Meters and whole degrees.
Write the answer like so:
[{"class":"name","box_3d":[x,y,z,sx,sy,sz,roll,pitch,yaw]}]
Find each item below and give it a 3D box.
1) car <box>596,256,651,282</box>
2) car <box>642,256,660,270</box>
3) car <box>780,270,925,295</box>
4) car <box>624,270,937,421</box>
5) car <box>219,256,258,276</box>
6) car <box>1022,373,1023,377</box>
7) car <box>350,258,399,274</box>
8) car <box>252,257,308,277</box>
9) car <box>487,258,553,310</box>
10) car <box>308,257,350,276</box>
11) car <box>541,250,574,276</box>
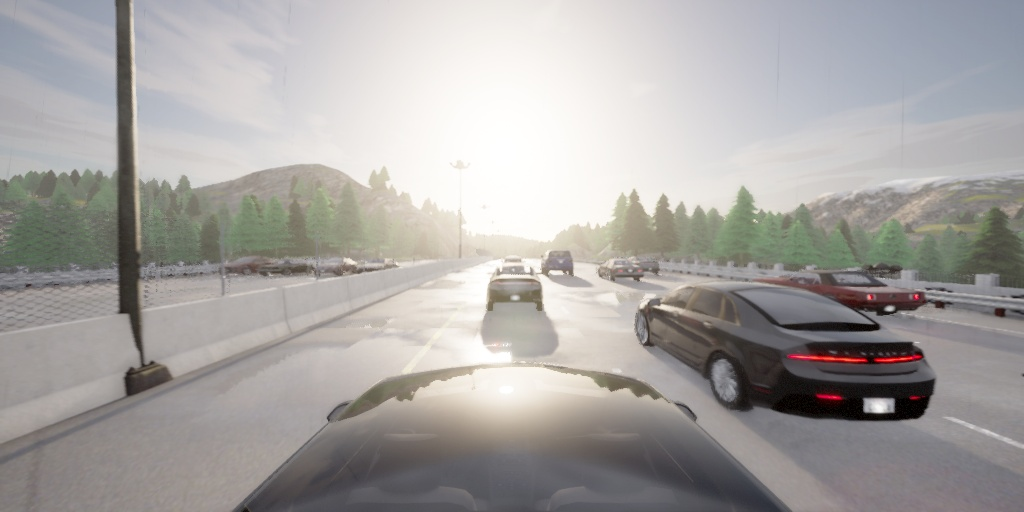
[{"class":"car","box_3d":[7.095,0.894,24.007,2.033,1.411,5.357,0,1,0]},{"class":"car","box_3d":[10.594,0.774,29.869,2.128,1.511,4.902,0,1,0]},{"class":"car","box_3d":[10.598,1.138,12.274,1.895,1.301,4.718,0,1,0]},{"class":"car","box_3d":[3.599,1.169,5.932,1.837,1.490,4.892,0,1,0]},{"class":"car","box_3d":[-21.102,0.768,29.009,1.882,1.535,5.008,0,0,0]},{"class":"car","box_3d":[7.100,1.342,2.114,1.895,1.301,4.718,0,1,0]},{"class":"car","box_3d":[-10.605,0.840,28.787,2.033,1.411,5.357,0,1,0]},{"class":"car","box_3d":[-17.604,0.898,28.235,1.895,1.301,4.718,0,1,0]},{"class":"car","box_3d":[0.098,1.009,13.292,2.128,1.511,4.902,0,1,0]},{"class":"car","box_3d":[-14.096,0.816,29.033,1.812,1.442,4.674,0,1,0]},{"class":"car","box_3d":[3.595,0.511,29.045,2.150,2.045,5.566,0,0,0]}]
